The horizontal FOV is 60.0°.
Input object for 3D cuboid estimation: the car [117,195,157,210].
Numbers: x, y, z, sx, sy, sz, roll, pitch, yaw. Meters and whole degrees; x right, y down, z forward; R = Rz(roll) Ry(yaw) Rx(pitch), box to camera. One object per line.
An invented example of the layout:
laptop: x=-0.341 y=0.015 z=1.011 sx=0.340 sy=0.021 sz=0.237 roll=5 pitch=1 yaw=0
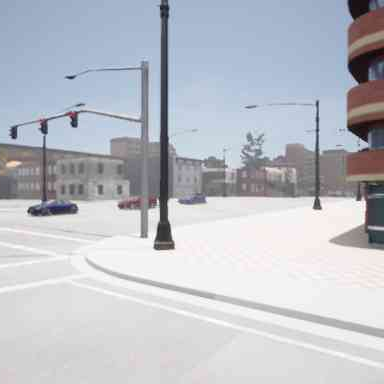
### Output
car: x=-6.110 y=1.106 z=37.238 sx=1.882 sy=1.535 sz=5.008 roll=0 pitch=1 yaw=36

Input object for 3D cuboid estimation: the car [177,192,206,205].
car: x=0.025 y=0.801 z=45.474 sx=2.097 sy=1.767 sz=4.553 roll=0 pitch=1 yaw=37

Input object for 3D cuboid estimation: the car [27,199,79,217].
car: x=-12.118 y=1.334 z=29.168 sx=1.994 sy=1.385 sz=4.181 roll=0 pitch=1 yaw=37
